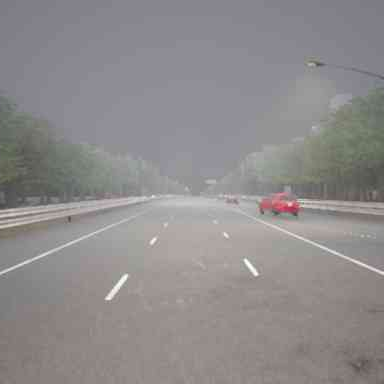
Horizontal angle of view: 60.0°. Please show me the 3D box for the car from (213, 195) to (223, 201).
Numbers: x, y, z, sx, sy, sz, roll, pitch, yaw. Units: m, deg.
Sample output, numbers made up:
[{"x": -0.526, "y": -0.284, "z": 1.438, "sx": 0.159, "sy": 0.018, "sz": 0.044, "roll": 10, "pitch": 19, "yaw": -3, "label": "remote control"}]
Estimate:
[{"x": 7.058, "y": 1.437, "z": 82.720, "sx": 2.128, "sy": 1.511, "sz": 4.902, "roll": 0, "pitch": 0, "yaw": 0, "label": "car"}]

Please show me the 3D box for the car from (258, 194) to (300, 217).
[{"x": 7.918, "y": 1.165, "z": 30.649, "sx": 2.150, "sy": 2.045, "sz": 5.566, "roll": 0, "pitch": 0, "yaw": -7, "label": "car"}]

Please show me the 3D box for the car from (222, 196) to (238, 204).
[{"x": 6.989, "y": 1.412, "z": 59.093, "sx": 1.812, "sy": 1.442, "sz": 4.674, "roll": 0, "pitch": 0, "yaw": 0, "label": "car"}]
